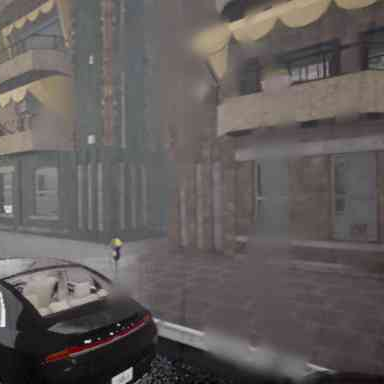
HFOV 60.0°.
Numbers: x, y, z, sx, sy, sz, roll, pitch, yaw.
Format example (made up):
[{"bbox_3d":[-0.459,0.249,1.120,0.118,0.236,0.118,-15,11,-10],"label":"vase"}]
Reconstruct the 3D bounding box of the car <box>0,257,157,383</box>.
[{"bbox_3d":[-2.449,1.574,4.479,4.403,1.369,2.008,0,-1,36],"label":"car"}]

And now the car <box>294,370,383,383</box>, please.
[{"bbox_3d":[2.168,1.560,1.186,4.313,1.339,1.947,0,-1,36],"label":"car"}]
